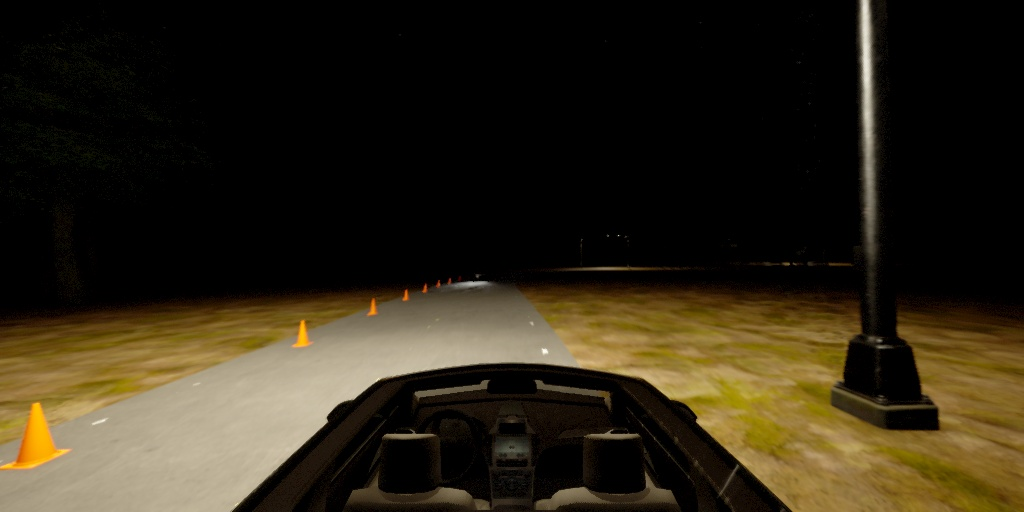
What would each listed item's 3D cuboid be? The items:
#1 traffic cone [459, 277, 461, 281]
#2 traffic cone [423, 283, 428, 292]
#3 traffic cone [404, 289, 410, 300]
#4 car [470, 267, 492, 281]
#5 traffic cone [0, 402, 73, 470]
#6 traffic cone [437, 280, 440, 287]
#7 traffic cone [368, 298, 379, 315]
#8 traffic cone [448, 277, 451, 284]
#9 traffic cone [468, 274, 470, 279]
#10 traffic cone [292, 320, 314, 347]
[{"bbox_3d":[-5.643,2.403,38.911,0.340,0.580,0.340,0,0,4],"label":"traffic cone"},{"bbox_3d":[-5.703,2.087,23.620,0.340,0.580,0.340,0,0,-3],"label":"traffic cone"},{"bbox_3d":[-5.479,1.987,18.622,0.340,0.580,0.340,0,0,-3],"label":"traffic cone"},{"bbox_3d":[-3.333,1.893,38.815,2.128,1.511,4.902,-1,-1,4],"label":"car"},{"bbox_3d":[-4.930,1.822,3.721,0.340,0.580,0.340,0,0,-1],"label":"traffic cone"},{"bbox_3d":[-5.877,2.197,28.698,0.340,0.580,0.340,0,0,-1],"label":"traffic cone"},{"bbox_3d":[-5.254,1.909,13.624,0.340,0.580,0.340,0,0,-3],"label":"traffic cone"},{"bbox_3d":[-5.860,2.302,33.806,0.340,0.580,0.340,0,0,1],"label":"traffic cone"},{"bbox_3d":[-5.226,2.500,44.002,0.340,0.580,0.340,0,0,6],"label":"traffic cone"},{"bbox_3d":[-5.040,1.850,8.653,0.340,0.580,0.340,0,0,-2],"label":"traffic cone"}]
